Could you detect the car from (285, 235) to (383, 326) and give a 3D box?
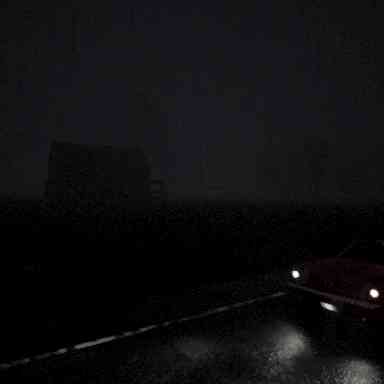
[{"bbox_3d":[4.110,1.637,6.895,4.718,1.301,1.895,0,0,-35],"label":"car"}]

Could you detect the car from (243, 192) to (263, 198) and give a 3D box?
[{"bbox_3d":[14.613,0.628,79.986,2.033,1.411,5.357,-1,1,-36],"label":"car"}]
